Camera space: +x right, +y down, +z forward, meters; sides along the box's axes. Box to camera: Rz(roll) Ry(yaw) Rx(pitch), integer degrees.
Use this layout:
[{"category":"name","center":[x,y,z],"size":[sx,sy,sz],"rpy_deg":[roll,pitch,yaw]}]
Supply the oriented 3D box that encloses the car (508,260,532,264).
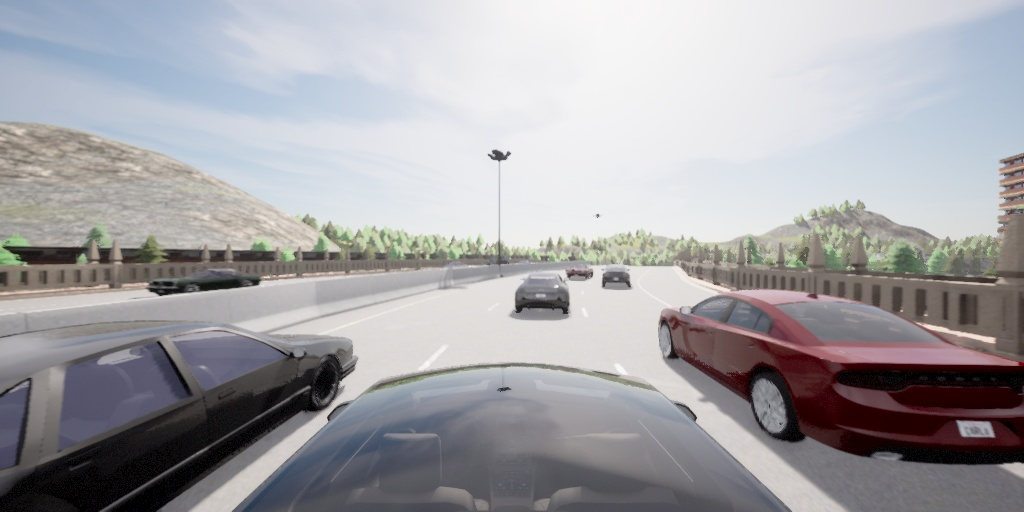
[{"category":"car","center":[1.783,1.362,50.007],"size":[2.033,1.411,5.357],"rpy_deg":[0,0,23]}]

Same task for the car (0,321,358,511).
[{"category":"car","center":[-3.356,1.292,3.035],"size":[2.033,1.411,5.357],"rpy_deg":[0,0,2]}]

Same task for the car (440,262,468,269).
[{"category":"car","center":[-6.321,1.350,39.641],"size":[1.994,1.385,4.181],"rpy_deg":[0,0,22]}]

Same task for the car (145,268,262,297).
[{"category":"car","center":[-15.891,1.341,18.796],"size":[1.895,1.301,4.718],"rpy_deg":[0,0,10]}]

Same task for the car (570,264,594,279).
[{"category":"car","center":[6.423,1.403,33.418],"size":[1.895,1.301,4.718],"rpy_deg":[0,0,21]}]

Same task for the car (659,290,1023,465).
[{"category":"car","center":[3.838,1.240,5.348],"size":[1.882,1.535,5.008],"rpy_deg":[0,0,3]}]

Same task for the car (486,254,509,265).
[{"category":"car","center":[-2.220,0.761,58.523],"size":[2.150,2.045,5.566],"rpy_deg":[0,0,23]}]

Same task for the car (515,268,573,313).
[{"category":"car","center":[1.294,1.332,14.272],"size":[1.994,1.385,4.181],"rpy_deg":[0,0,9]}]

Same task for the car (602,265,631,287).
[{"category":"car","center":[7.356,1.320,25.303],"size":[1.812,1.442,4.674],"rpy_deg":[0,0,16]}]
